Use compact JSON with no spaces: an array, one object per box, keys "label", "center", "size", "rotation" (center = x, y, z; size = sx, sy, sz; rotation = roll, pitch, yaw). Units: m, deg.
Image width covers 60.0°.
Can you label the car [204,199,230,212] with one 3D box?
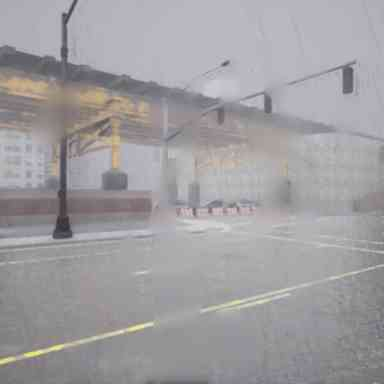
[{"label":"car","center":[2.792,1.452,36.233],"size":[1.853,1.218,4.536],"rotation":[0,0,18]}]

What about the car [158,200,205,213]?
[{"label":"car","center":[-1.018,1.421,33.503],"size":[4.536,1.218,1.853],"rotation":[0,0,8]}]

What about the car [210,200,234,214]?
[{"label":"car","center":[2.776,1.610,36.183],"size":[2.038,1.542,4.974],"rotation":[0,0,18]}]

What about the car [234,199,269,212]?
[{"label":"car","center":[6.633,1.488,39.939],"size":[4.536,1.218,1.853],"rotation":[0,0,-7]}]

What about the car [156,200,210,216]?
[{"label":"car","center":[-0.968,1.578,33.496],"size":[4.974,1.542,2.038],"rotation":[0,0,8]}]
